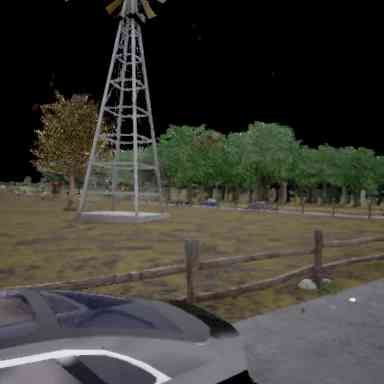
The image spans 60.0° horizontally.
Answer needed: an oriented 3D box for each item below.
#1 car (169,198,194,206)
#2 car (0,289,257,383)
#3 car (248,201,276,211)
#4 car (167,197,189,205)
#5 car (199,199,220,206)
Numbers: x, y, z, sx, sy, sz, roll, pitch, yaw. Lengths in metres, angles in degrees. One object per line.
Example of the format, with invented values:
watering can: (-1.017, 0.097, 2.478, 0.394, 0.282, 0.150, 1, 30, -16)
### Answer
car: (-1.677, 1.931, 61.997, 1.895, 1.301, 4.718, 3, -1, -36)
car: (-1.768, 1.488, 1.809, 4.902, 1.511, 2.128, 0, 0, -35)
car: (9.750, 1.884, 45.831, 1.994, 1.385, 4.181, 3, -1, -35)
car: (-2.843, 1.888, 68.368, 2.128, 1.511, 4.902, 3, -1, -36)
car: (3.196, 1.941, 59.992, 1.812, 1.442, 4.674, 2, -2, -35)
